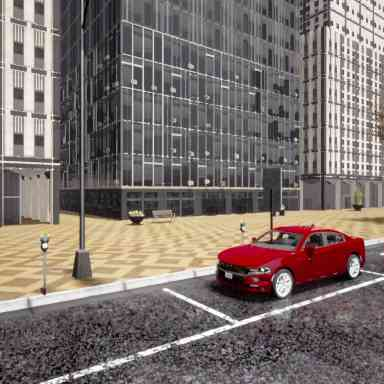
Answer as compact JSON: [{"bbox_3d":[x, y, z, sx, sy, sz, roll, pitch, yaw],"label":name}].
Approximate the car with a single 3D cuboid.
[{"bbox_3d":[2.611,1.545,8.426,4.507,1.381,1.887,0,0,-36],"label":"car"}]
